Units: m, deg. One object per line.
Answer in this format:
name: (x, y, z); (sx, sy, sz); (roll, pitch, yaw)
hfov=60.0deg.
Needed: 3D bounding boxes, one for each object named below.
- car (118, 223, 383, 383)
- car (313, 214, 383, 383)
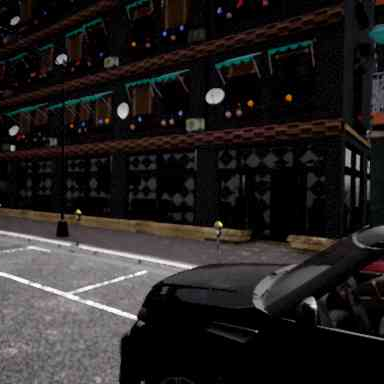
car: (1.989, 1.232, 2.529); (5.566, 2.045, 2.150); (1, 1, 33)
car: (4.194, 1.357, 3.567); (5.009, 1.841, 2.192); (2, 1, 35)
